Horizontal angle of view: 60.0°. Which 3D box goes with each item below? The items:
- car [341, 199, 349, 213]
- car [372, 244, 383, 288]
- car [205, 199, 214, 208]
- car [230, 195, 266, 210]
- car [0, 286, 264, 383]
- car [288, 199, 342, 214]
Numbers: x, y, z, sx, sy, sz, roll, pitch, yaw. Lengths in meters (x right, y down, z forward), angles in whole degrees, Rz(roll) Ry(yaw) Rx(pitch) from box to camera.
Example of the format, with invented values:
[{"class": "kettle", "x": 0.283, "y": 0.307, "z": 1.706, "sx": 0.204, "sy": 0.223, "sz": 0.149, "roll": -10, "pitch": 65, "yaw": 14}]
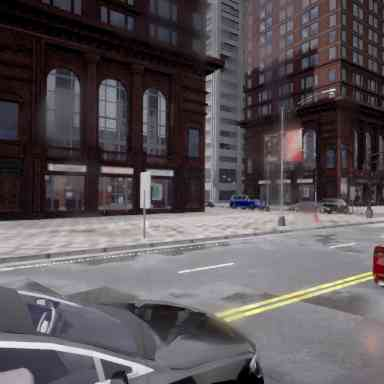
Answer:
[{"class": "car", "x": 15.909, "y": 1.567, "z": 39.118, "sx": 2.097, "sy": 1.767, "sz": 4.553, "roll": 1, "pitch": -1, "yaw": -36}, {"class": "car", "x": 6.260, "y": 1.489, "z": 7.897, "sx": 5.008, "sy": 1.535, "sz": 1.882, "roll": 0, "pitch": 0, "yaw": -35}, {"class": "car", "x": 1.694, "y": 1.834, "z": 53.592, "sx": 1.994, "sy": 1.385, "sz": 4.181, "roll": 1, "pitch": -1, "yaw": -35}, {"class": "car", "x": 7.512, "y": 1.445, "z": 45.399, "sx": 2.150, "sy": 2.045, "sz": 5.566, "roll": 1, "pitch": -1, "yaw": -35}, {"class": "car", "x": -1.569, "y": 1.492, "z": 2.326, "sx": 4.902, "sy": 1.511, "sz": 2.128, "roll": 0, "pitch": 0, "yaw": -35}, {"class": "car", "x": 13.390, "y": 1.725, "z": 37.122, "sx": 2.033, "sy": 1.411, "sz": 5.357, "roll": 1, "pitch": -1, "yaw": -35}]
